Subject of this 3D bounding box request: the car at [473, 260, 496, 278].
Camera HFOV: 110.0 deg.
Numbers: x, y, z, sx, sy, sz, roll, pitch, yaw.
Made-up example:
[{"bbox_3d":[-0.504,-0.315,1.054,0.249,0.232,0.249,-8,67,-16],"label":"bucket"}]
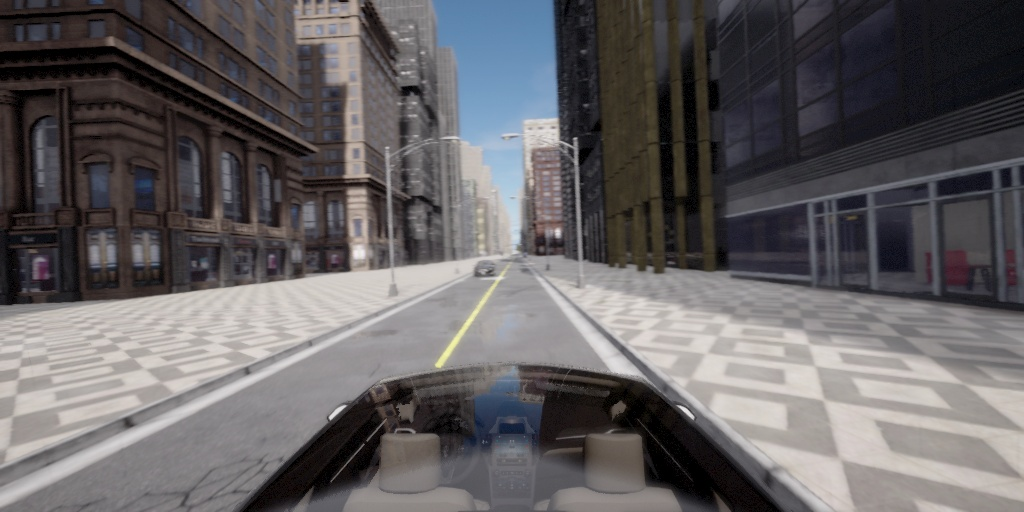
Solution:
[{"bbox_3d":[-2.486,1.150,33.457,1.837,1.490,4.892,-3,0,1],"label":"car"}]
